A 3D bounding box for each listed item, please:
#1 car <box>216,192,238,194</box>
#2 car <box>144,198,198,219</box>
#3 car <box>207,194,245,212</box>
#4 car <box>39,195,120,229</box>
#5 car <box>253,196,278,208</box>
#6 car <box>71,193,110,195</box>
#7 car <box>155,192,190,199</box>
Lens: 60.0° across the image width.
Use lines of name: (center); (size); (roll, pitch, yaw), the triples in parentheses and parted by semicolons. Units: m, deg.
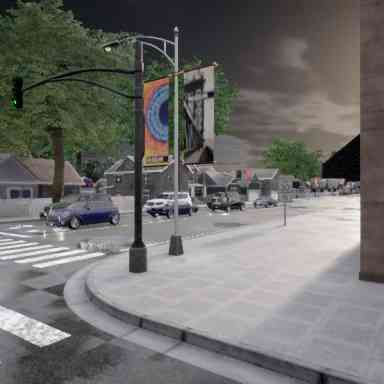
car: (4.038, 1.005, 41.438); (2.150, 2.045, 5.566); (0, 0, 35)
car: (-1.504, 1.462, 28.139); (1.895, 1.301, 4.718); (0, 0, 36)
car: (3.946, 1.287, 35.742); (1.882, 1.535, 5.008); (0, 0, 35)
car: (-6.729, 1.264, 20.821); (2.097, 1.767, 4.553); (0, 0, 35)
car: (9.743, 1.248, 43.806); (2.128, 1.511, 4.902); (0, 0, 36)
car: (-8.207, 1.120, 24.397); (2.150, 2.045, 5.566); (0, 0, 34)
car: (-2.216, 1.063, 32.708); (2.150, 2.045, 5.566); (0, 0, 35)
